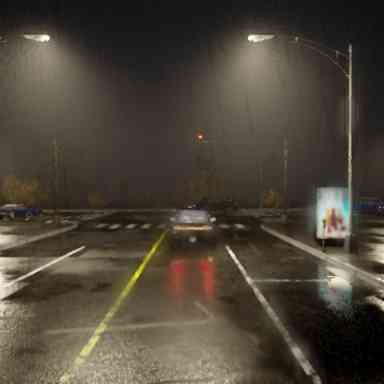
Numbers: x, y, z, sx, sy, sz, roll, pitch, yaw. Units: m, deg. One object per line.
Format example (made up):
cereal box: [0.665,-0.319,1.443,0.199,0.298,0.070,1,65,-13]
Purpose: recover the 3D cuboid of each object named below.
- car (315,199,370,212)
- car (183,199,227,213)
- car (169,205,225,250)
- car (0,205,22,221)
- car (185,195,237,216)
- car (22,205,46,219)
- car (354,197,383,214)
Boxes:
car: [17.112,1.530,37.980,5.357,1.411,2.033,0,0,0]
car: [1.405,1.571,38.065,4.902,1.511,2.128,0,0,0]
car: [0.041,1.553,14.551,2.128,1.511,4.902,0,0,0]
car: [-17.633,1.774,28.228,4.902,1.511,2.128,0,0,2]
car: [1.776,1.328,32.213,5.566,2.045,2.150,0,-1,-31]
car: [-16.491,1.850,31.461,4.718,1.301,1.895,0,0,0]
car: [17.592,1.358,34.722,4.553,1.767,2.097,0,0,0]
